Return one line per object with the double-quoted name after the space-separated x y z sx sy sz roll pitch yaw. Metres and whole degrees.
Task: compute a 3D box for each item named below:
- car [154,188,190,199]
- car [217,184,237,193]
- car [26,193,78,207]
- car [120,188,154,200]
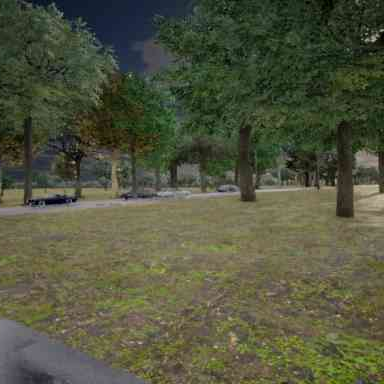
-2.286 0.176 43.024 1.895 1.301 4.718 -1 2 37 "car"
6.397 -0.576 60.210 1.837 1.490 4.892 -1 1 38 "car"
-14.159 0.784 33.652 1.895 1.301 4.718 -1 2 38 "car"
-6.816 0.256 43.192 2.033 1.411 5.357 -1 2 38 "car"
